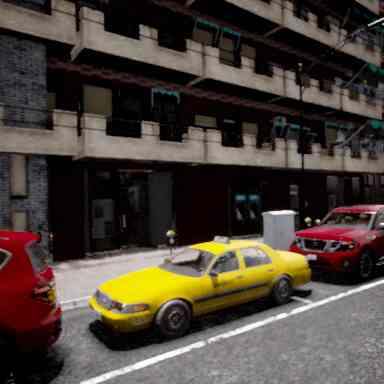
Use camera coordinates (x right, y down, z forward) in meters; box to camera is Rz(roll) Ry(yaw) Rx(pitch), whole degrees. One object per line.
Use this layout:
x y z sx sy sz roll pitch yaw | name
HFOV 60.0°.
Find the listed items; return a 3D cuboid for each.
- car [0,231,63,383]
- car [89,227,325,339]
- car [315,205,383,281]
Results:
-4.058 1.488 3.612 5.009 1.841 2.192 -1 -1 -35 | car
0.431 1.630 6.785 4.829 1.417 1.752 -1 -1 -35 | car
5.186 1.349 10.159 5.009 1.841 2.192 -1 -1 -35 | car
